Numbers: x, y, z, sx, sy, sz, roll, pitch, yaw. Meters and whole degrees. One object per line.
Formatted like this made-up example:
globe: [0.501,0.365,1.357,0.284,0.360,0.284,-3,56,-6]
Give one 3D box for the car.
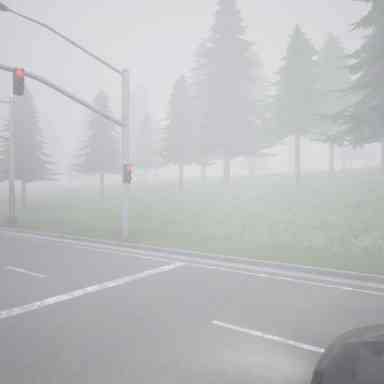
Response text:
car: [3.161,1.505,1.732,4.892,1.490,1.837,0,0,35]
